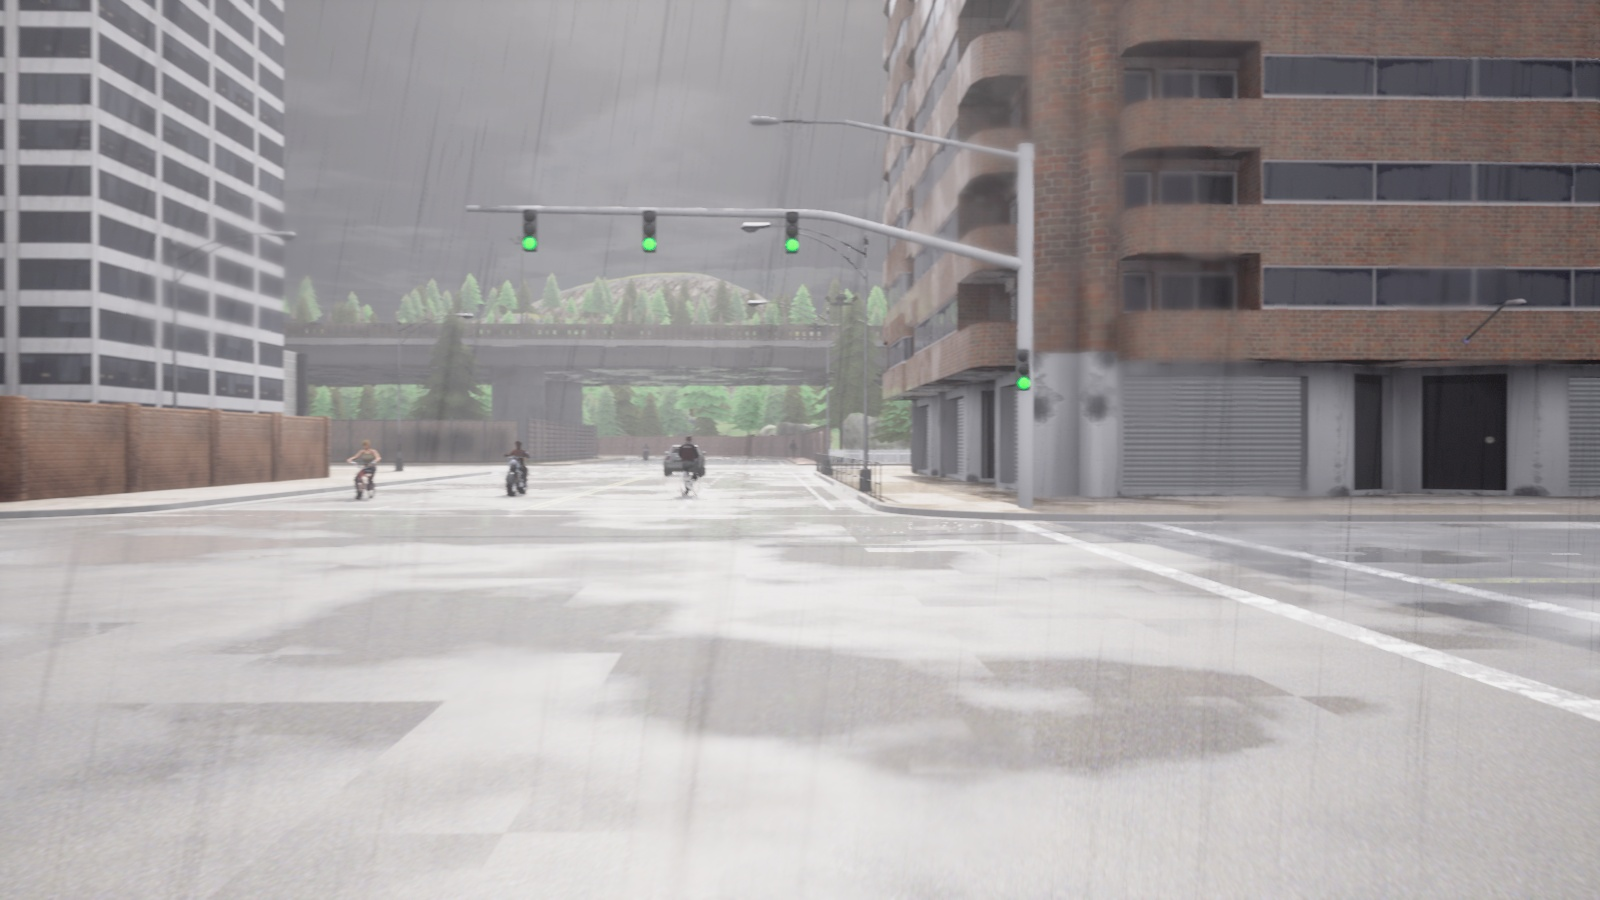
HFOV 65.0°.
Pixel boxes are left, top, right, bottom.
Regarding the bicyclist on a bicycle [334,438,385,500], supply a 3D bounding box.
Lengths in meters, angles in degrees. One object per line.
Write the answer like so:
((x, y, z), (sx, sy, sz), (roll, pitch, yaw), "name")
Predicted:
((-11.744, 0.497, 33.537), (0.866, 1.612, 1.509), (0, 0, -2), "bicyclist on a bicycle")

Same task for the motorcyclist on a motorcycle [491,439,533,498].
((-8.348, 0.507, 36.462), (0.766, 1.649, 2.350), (0, 0, -2), "motorcyclist on a motorcycle")

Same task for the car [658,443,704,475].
((-5.664, 0.424, 59.913), (1.970, 1.475, 3.806), (0, 0, -2), "car")

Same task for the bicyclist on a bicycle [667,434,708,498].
((-3.227, 0.444, 36.083), (0.659, 1.776, 1.843), (0, 0, 12), "bicyclist on a bicycle")
